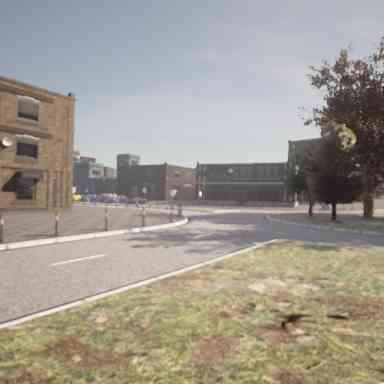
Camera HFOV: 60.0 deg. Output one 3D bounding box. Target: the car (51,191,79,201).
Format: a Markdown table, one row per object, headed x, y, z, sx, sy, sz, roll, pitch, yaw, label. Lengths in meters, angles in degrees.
| x | y | z | sx | sy | sz | roll | pitch | yaw | label |
| --- | --- | --- | --- | --- | --- | --- | --- | --- | --- |
| -29.556 | 0.998 | 77.553 | 2.435 | 2.045 | 5.566 | 2 | 0 | 31 | car |

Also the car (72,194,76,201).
| x | y | z | sx | sy | sz | roll | pitch | yaw | label |
| --- | --- | --- | --- | --- | --- | --- | --- | --- | --- |
| -24.928 | 1.377 | 74.722 | 2.097 | 1.535 | 5.008 | 2 | 0 | 31 | car |

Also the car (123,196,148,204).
| x | y | z | sx | sy | sz | roll | pitch | yaw | label |
| --- | --- | --- | --- | --- | --- | --- | --- | --- | --- |
| -10.649 | 1.753 | 66.102 | 2.163 | 1.488 | 4.792 | 1 | -1 | 31 | car |

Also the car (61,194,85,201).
| x | y | z | sx | sy | sz | roll | pitch | yaw | label |
| --- | --- | --- | --- | --- | --- | --- | --- | --- | --- |
| -27.196 | 1.316 | 76.100 | 2.231 | 1.521 | 4.892 | 2 | 0 | 31 | car |

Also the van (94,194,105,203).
| x | y | z | sx | sy | sz | roll | pitch | yaw | label |
| --- | --- | --- | --- | --- | --- | --- | --- | --- | --- |
| -17.835 | 1.341 | 70.329 | 1.878 | 1.987 | 4.442 | 1 | -1 | 31 | van |

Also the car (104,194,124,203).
| x | y | z | sx | sy | sz | roll | pitch | yaw | label |
| --- | --- | --- | --- | --- | --- | --- | --- | --- | --- |
| -15.270 | 1.502 | 68.957 | 2.185 | 1.767 | 4.553 | 1 | -1 | 31 | car |

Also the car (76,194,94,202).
| x | y | z | sx | sy | sz | roll | pitch | yaw | label |
| --- | --- | --- | --- | --- | --- | --- | --- | --- | --- |
| -22.418 | 1.321 | 73.257 | 2.185 | 1.767 | 4.553 | 2 | 0 | 31 | car |
